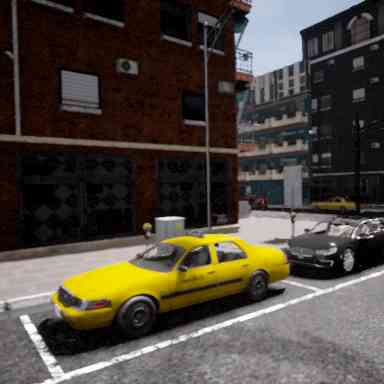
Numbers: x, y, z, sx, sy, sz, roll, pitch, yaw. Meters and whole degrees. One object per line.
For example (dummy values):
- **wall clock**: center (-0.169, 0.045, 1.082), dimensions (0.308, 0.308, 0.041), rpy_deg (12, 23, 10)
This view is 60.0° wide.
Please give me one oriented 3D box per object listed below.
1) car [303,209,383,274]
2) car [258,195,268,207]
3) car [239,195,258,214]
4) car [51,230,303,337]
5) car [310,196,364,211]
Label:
- **car**: center (4.602, 1.423, 9.956), dimensions (4.403, 1.369, 2.008), rpy_deg (-1, 0, -36)
- **car**: center (7.175, 1.051, 40.355), dimensions (1.967, 1.590, 4.097), rpy_deg (-2, 1, -36)
- **car**: center (3.665, 1.273, 30.949), dimensions (1.967, 1.590, 4.097), rpy_deg (-2, 1, -36)
- **car**: center (-0.118, 1.477, 6.528), dimensions (4.829, 1.417, 1.752), rpy_deg (-1, 0, -36)
- **car**: center (13.597, 1.106, 31.550), dimensions (1.752, 1.417, 4.829), rpy_deg (-2, 1, -36)
